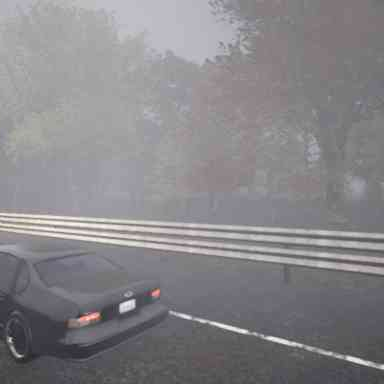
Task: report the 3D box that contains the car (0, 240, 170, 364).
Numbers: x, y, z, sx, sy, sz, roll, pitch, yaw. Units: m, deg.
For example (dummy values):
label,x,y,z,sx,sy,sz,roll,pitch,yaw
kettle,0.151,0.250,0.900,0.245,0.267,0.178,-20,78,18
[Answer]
label,x,y,z,sx,sy,sz,roll,pitch,yaw
car,-2.916,1.611,5.941,5.357,1.411,2.033,-1,0,35
